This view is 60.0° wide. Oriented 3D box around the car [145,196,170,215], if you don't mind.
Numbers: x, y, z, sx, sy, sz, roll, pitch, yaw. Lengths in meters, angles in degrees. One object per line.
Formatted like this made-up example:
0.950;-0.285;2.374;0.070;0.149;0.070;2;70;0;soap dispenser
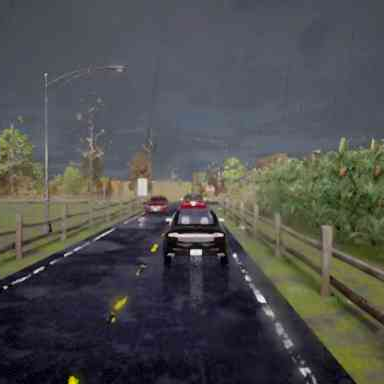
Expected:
-2.807;1.057;28.120;1.812;1.442;4.674;0;1;0;car

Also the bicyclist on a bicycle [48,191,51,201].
-22.403;0.617;52.074;0.582;1.620;1.656;0;1;1;bicyclist on a bicycle

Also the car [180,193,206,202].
0.109;0.898;27.278;2.097;1.767;4.553;0;1;0;car

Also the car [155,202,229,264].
0.103;1.312;11.050;2.128;1.511;4.902;0;1;0;car
